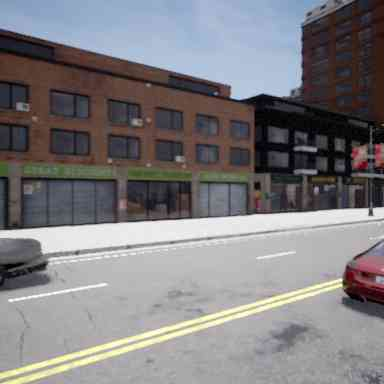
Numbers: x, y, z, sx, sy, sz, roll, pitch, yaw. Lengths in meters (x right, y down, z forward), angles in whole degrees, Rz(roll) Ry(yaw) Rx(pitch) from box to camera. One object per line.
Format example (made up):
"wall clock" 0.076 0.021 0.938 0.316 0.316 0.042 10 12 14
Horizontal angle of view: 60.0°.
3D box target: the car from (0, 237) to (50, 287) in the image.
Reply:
"car" -6.105 1.550 7.312 5.357 1.411 2.033 0 0 -35

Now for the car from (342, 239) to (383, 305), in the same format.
"car" 5.061 1.539 7.048 4.181 1.385 1.994 0 0 -35
